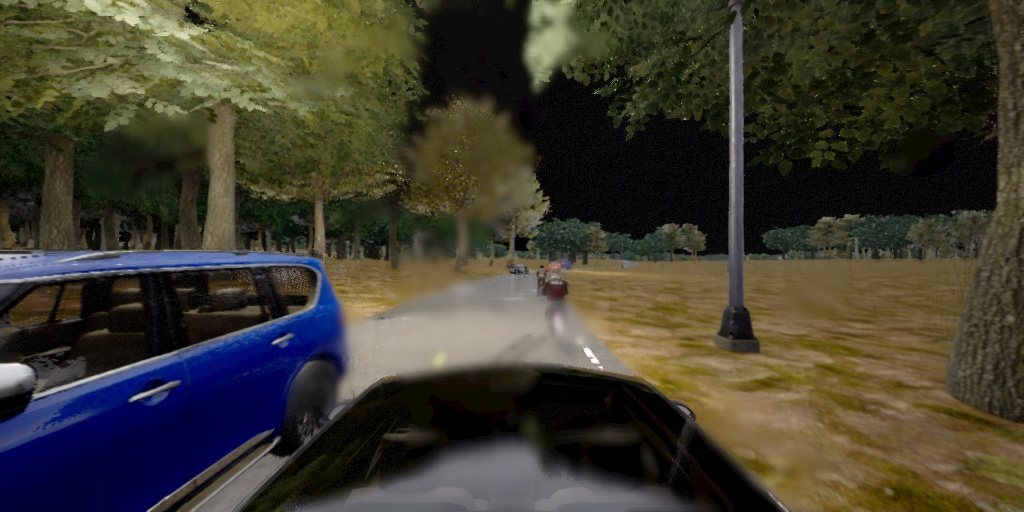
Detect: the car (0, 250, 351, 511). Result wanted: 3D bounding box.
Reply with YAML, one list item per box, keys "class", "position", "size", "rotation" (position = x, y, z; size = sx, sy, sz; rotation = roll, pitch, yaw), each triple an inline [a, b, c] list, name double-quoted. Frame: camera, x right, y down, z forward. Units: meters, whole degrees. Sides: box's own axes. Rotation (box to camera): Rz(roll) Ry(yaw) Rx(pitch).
- class: "car"
  position: [-3.061, 0.971, 2.158]
  size: [2.150, 2.045, 5.566]
  rotation: [0, 0, 1]

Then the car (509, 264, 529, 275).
- class: "car"
  position: [0.925, 1.683, 44.960]
  size: [1.994, 1.385, 4.181]
  rotation: [0, -1, 10]

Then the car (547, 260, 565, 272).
- class: "car"
  position: [7.027, 1.679, 58.502]
  size: [2.097, 1.767, 4.553]
  rotation: [0, -1, 13]

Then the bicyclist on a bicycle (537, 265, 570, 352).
- class: "bicyclist on a bicycle"
  position: [0.990, 1.131, 8.092]
  size: [0.659, 1.776, 1.843]
  rotation: [0, 0, 2]
